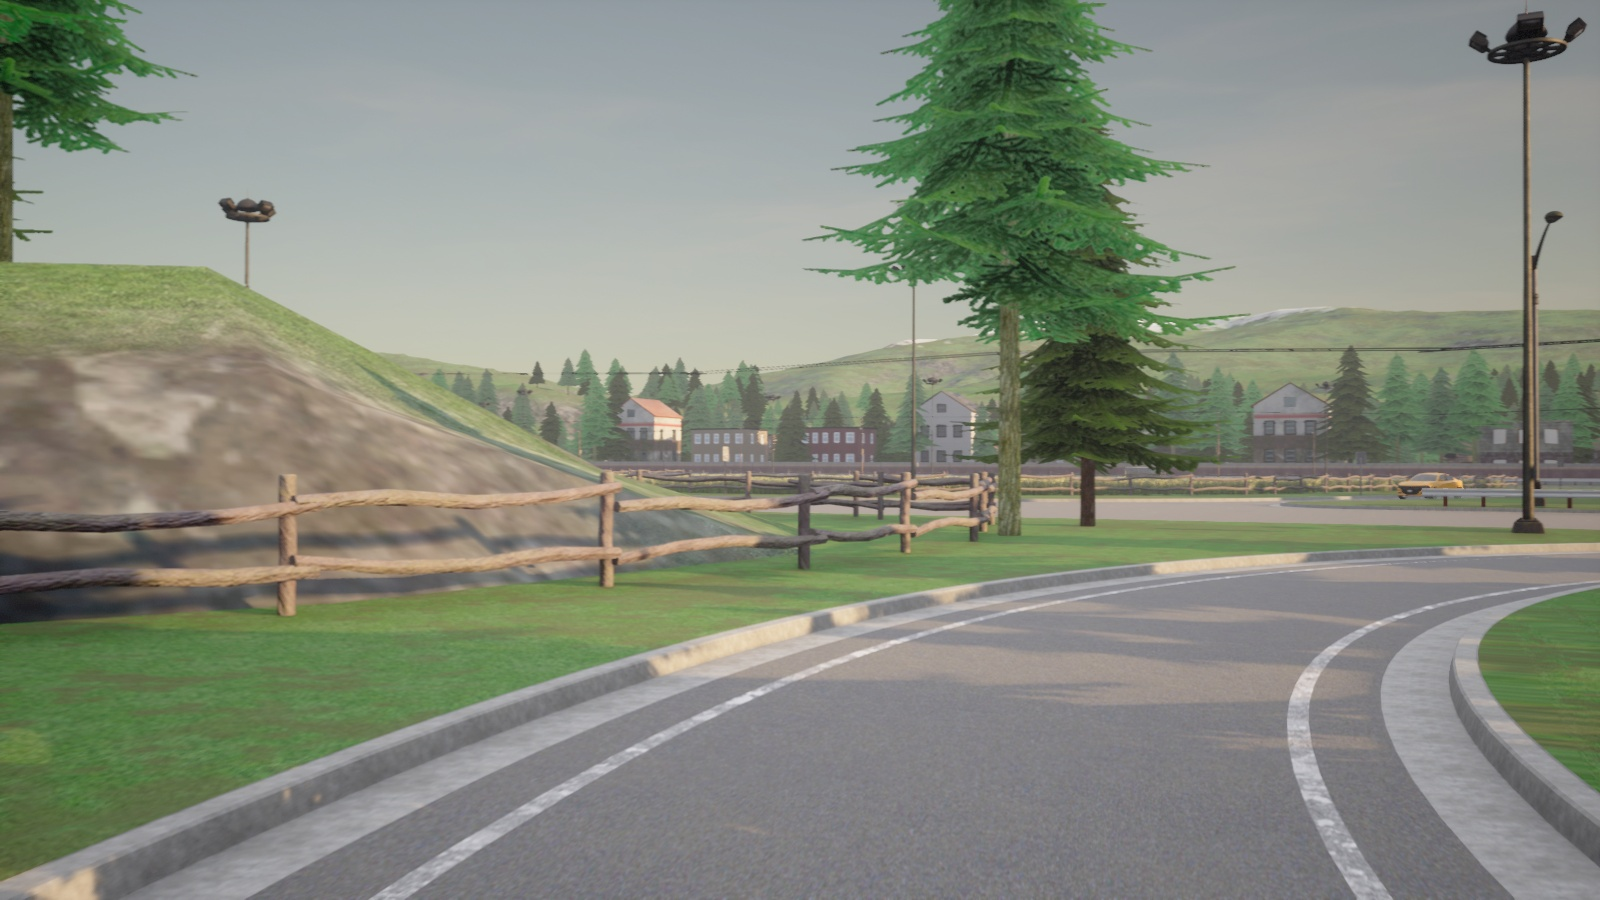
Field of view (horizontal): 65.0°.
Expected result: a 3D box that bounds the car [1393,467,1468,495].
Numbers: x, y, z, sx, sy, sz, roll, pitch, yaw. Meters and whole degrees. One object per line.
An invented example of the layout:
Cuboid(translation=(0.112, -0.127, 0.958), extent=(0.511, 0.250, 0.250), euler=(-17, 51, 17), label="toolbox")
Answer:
Cuboid(translation=(35.724, 1.746, 71.089), extent=(5.008, 1.535, 1.882), euler=(1, -1, -39), label="car")
